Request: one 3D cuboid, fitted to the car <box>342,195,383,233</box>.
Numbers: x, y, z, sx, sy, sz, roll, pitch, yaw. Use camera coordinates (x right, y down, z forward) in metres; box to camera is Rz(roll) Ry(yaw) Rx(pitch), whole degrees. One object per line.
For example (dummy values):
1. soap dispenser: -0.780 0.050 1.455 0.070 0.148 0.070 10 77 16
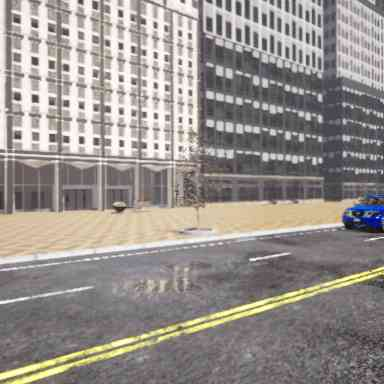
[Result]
1. car: 11.200 1.180 19.637 5.566 2.045 2.150 0 0 -35
